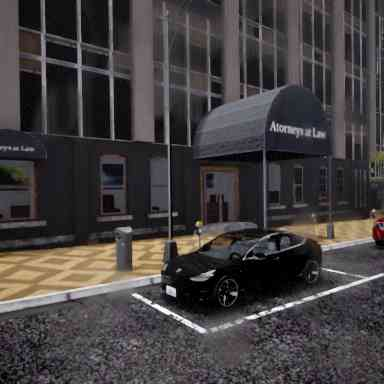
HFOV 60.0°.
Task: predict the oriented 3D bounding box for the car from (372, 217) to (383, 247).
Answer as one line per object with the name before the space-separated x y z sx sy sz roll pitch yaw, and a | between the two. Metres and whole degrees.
car | 9.605 1.310 14.014 5.009 1.841 2.192 0 -1 -37

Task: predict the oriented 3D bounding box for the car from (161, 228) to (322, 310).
car | 1.329 1.564 7.812 4.313 1.339 1.947 0 -1 -37
